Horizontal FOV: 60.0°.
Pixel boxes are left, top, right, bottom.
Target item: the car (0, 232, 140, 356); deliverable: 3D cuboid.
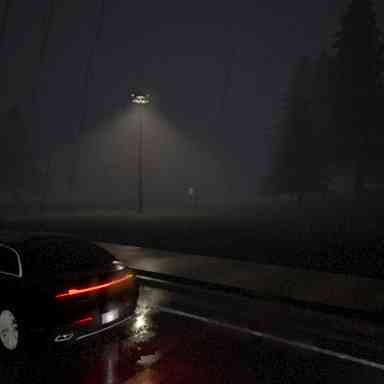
[{"bbox_3d":[-3.123,1.505,6.101,4.892,1.490,1.837,0,0,36],"label":"car"}]
